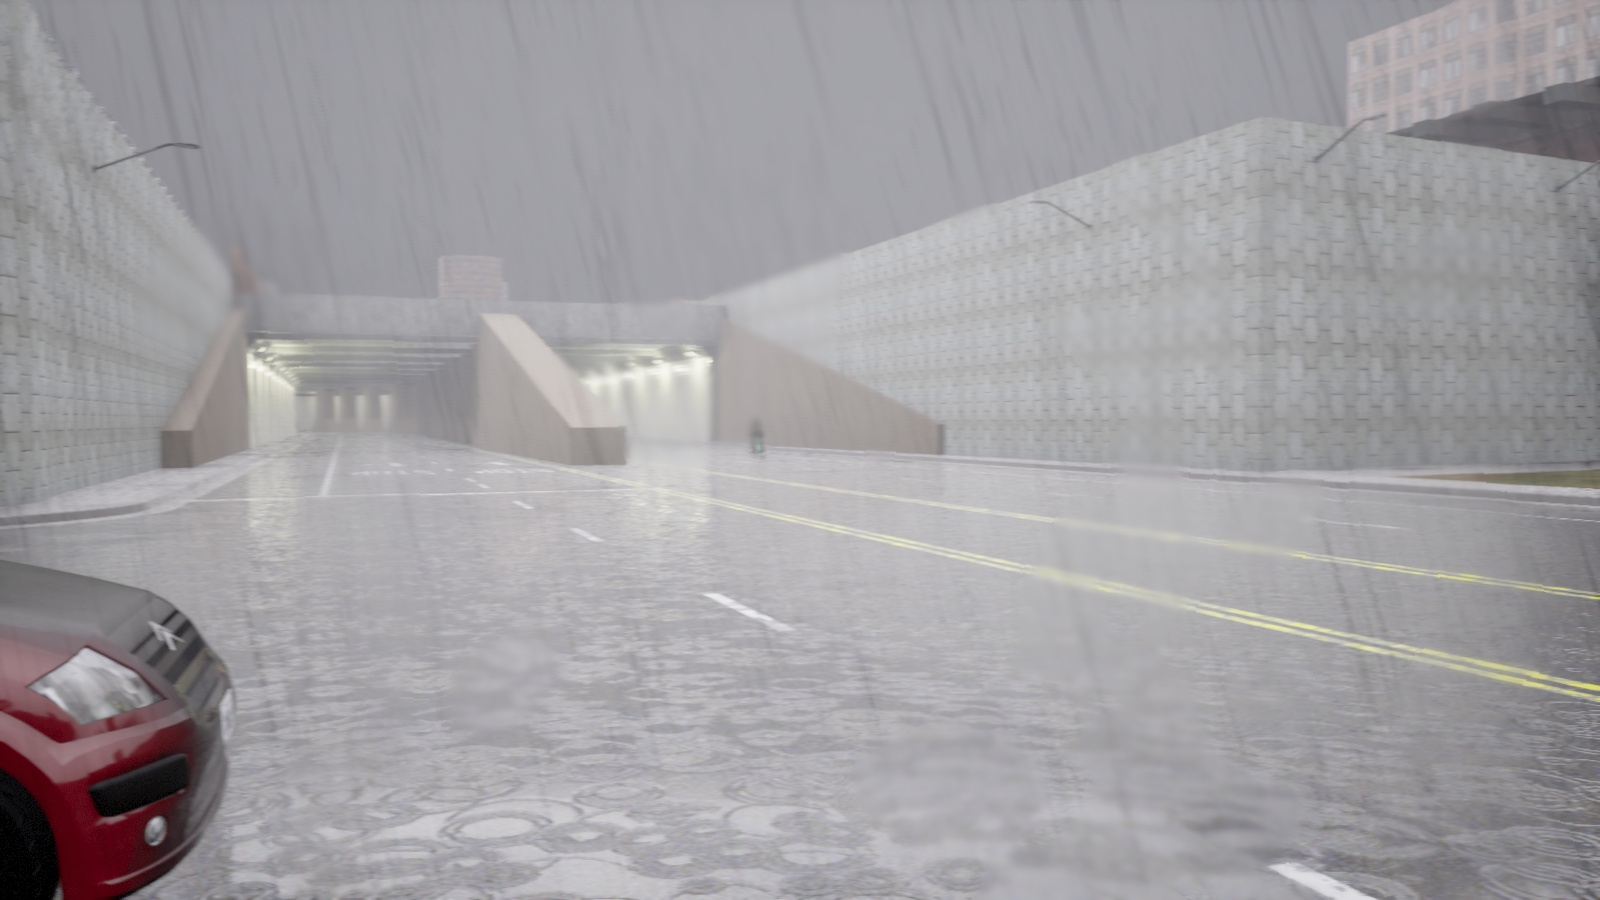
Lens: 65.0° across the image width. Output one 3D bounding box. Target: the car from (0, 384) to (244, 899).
[{"bbox_3d":[-3.889,0.624,3.673,3.988,1.617,1.851,0,1,-19],"label":"car"}]
